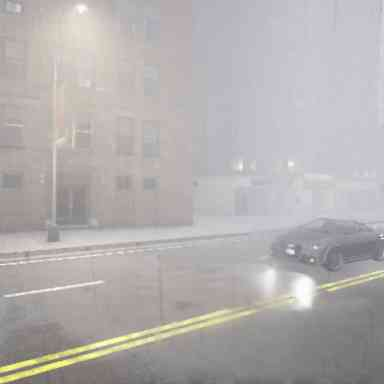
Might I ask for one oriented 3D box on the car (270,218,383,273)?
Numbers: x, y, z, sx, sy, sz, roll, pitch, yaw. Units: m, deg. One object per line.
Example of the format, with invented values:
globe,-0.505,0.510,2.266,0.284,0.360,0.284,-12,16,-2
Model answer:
car,4.485,1.558,10.781,4.181,1.385,1.994,1,0,-35
